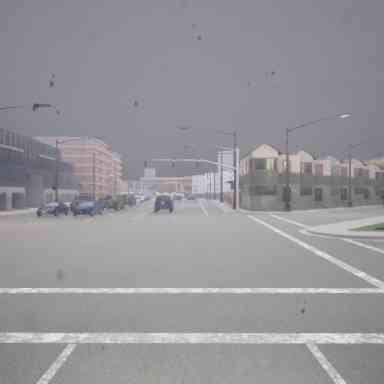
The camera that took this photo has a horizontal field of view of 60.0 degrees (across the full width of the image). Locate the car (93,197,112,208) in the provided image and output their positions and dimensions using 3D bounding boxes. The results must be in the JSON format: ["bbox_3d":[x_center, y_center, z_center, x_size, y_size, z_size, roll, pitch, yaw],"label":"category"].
[{"bbox_3d":[-14.176,1.641,53.116,1.812,1.442,4.674,0,1,0],"label":"car"}]

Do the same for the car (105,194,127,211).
[{"bbox_3d":[-10.665,1.421,44.603,2.150,2.045,5.566,0,1,1],"label":"car"}]

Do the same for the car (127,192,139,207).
[{"bbox_3d":[-10.677,1.307,54.963,2.150,2.045,5.566,0,1,0],"label":"car"}]

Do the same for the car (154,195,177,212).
[{"bbox_3d":[-3.459,1.441,41.971,2.150,2.045,5.566,0,0,0],"label":"car"}]

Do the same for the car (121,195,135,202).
[{"bbox_3d":[-14.124,1.364,73.439,2.033,1.411,5.357,0,0,0],"label":"car"}]

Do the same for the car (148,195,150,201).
[{"bbox_3d":[-10.627,1.300,75.528,1.882,1.535,5.008,0,0,0],"label":"car"}]

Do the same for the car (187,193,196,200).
[{"bbox_3d":[-0.148,1.139,87.819,2.097,1.767,4.553,0,-2,0],"label":"car"}]

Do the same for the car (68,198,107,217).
[{"bbox_3d":[-10.659,1.669,34.281,1.882,1.535,5.008,0,0,0],"label":"car"}]

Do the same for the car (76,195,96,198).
[{"bbox_3d":[-14.169,1.428,43.819,2.150,2.045,5.566,0,0,0],"label":"car"}]

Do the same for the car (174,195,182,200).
[{"bbox_3d":[-3.648,1.379,87.866,1.895,1.301,4.718,0,-2,0],"label":"car"}]

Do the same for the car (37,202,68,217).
[{"bbox_3d":[-14.161,1.717,34.145,1.812,1.442,4.674,0,0,0],"label":"car"}]

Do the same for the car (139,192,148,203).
[{"bbox_3d":[-10.644,1.120,65.317,2.150,2.045,5.566,0,1,0],"label":"car"}]

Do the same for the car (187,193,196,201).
[{"bbox_3d":[-0.131,1.420,77.859,1.895,1.301,4.718,0,-1,0],"label":"car"}]

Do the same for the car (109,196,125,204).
[{"bbox_3d":[-14.143,1.500,62.940,1.994,1.385,4.181,0,1,1],"label":"car"}]

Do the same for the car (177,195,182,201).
[{"bbox_3d":[-3.630,1.345,77.408,2.128,1.511,4.902,0,-1,0],"label":"car"}]
